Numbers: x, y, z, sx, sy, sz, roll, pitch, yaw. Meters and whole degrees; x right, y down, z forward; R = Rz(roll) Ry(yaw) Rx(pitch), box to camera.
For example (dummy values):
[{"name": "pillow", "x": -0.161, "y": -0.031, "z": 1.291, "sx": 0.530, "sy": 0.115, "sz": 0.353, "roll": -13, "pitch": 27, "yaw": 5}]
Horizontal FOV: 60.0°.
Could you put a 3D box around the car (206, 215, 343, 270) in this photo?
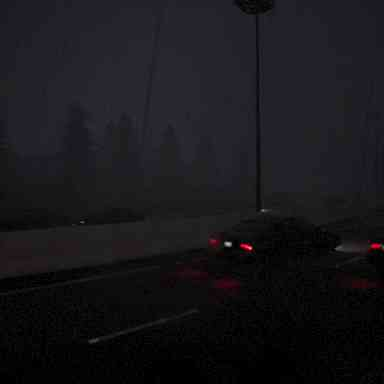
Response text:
[{"name": "car", "x": 2.883, "y": 1.477, "z": 10.883, "sx": 5.357, "sy": 1.411, "sz": 2.033, "roll": -1, "pitch": 0, "yaw": -41}]

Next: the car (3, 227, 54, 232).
[{"name": "car", "x": -9.630, "y": 1.609, "z": 18.881, "sx": 4.718, "sy": 1.301, "sz": 1.895, "roll": -1, "pitch": 0, "yaw": -39}]

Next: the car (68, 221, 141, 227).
[{"name": "car", "x": -4.654, "y": 1.528, "z": 18.566, "sx": 4.181, "sy": 1.385, "sz": 1.994, "roll": -1, "pitch": 0, "yaw": -42}]

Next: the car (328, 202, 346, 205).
[{"name": "car", "x": 16.795, "y": 1.253, "z": 38.317, "sx": 1.994, "sy": 1.385, "sz": 4.181, "roll": 0, "pitch": 0, "yaw": 35}]

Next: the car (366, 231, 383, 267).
[{"name": "car", "x": 7.009, "y": 1.444, "z": 9.923, "sx": 5.357, "sy": 1.411, "sz": 2.033, "roll": -1, "pitch": 0, "yaw": -43}]
